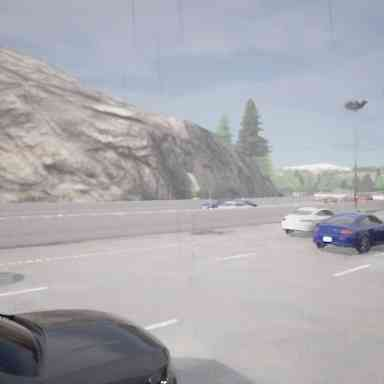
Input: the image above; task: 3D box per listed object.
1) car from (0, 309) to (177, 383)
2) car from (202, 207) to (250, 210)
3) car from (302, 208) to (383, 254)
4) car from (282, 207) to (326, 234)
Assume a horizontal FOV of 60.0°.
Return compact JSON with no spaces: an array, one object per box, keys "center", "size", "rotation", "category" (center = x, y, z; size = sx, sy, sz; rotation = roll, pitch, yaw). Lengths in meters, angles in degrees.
[{"center":[-2.371,1.512,2.143],"size":[4.892,1.490,1.837],"rotation":[0,0,-35],"category":"car"},{"center":[3.453,1.568,29.396],"size":[4.674,1.442,1.812],"rotation":[0,0,-42],"category":"car"},{"center":[6.693,1.540,13.507],"size":[4.674,1.442,1.812],"rotation":[0,0,-39],"category":"car"},{"center":[6.754,1.547,18.107],"size":[4.674,1.442,1.812],"rotation":[0,0,-40],"category":"car"}]
